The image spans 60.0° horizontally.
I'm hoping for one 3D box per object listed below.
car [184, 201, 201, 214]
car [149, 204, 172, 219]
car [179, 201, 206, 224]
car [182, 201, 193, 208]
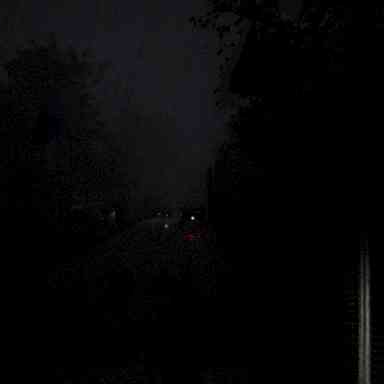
[{"bbox_3d":[0.071,1.940,42.918,2.128,1.511,4.902,0,-1,0],"label":"car"},{"bbox_3d":[-2.899,1.800,31.323,1.994,1.385,4.181,0,-1,0],"label":"car"},{"bbox_3d":[0.050,1.670,26.396,1.837,1.490,4.892,0,-1,0],"label":"car"},{"bbox_3d":[-0.988,2.764,73.430,1.994,1.385,4.181,0,-2,7],"label":"car"}]
